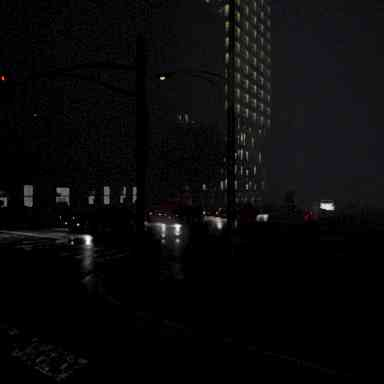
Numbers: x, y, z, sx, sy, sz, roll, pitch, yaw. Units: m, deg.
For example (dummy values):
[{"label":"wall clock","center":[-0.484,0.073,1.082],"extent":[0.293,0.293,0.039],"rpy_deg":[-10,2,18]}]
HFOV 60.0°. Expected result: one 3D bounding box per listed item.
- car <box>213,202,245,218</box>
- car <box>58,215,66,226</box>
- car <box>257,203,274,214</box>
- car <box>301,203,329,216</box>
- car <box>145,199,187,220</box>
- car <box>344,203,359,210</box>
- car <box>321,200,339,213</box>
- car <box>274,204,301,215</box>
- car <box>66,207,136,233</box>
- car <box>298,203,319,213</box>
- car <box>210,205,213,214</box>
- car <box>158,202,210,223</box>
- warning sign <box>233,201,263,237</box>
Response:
[{"label":"car","center":[4.806,1.997,38.590],"extent":[2.097,1.767,4.553],"rpy_deg":[0,-1,33]},{"label":"car","center":[-7.669,1.921,25.250],"extent":[1.895,1.301,4.718],"rpy_deg":[0,-1,33]},{"label":"car","center":[10.879,2.334,47.930],"extent":[2.128,1.511,4.902],"rpy_deg":[0,-1,33]},{"label":"car","center":[16.517,2.456,44.499],"extent":[1.895,1.301,4.718],"rpy_deg":[0,-1,33]},{"label":"car","center":[-2.375,1.716,33.462],"extent":[2.150,2.045,5.566],"rpy_deg":[0,-1,33]},{"label":"car","center":[31.493,2.837,65.718],"extent":[1.812,1.442,4.674],"rpy_deg":[0,-1,33]},{"label":"car","center":[21.931,2.254,52.985],"extent":[2.150,2.045,5.566],"rpy_deg":[0,-1,33]},{"label":"car","center":[13.650,2.394,46.053],"extent":[2.033,1.411,5.357],"rpy_deg":[0,-1,33]},{"label":"car","center":[-5.652,1.805,22.384],"extent":[1.837,1.490,4.892],"rpy_deg":[0,-1,33]},{"label":"car","center":[19.181,2.576,54.718],"extent":[2.033,1.411,5.357],"rpy_deg":[0,-1,33]},{"label":"car","center":[3.151,2.278,42.016],"extent":[1.895,1.301,4.718],"rpy_deg":[0,-1,33]},{"label":"car","center":[-0.597,1.972,30.221],"extent":[1.837,1.490,4.892],"rpy_deg":[0,-1,33]},{"label":"warning sign","center":[3.139,1.454,18.545],"extent":[1.300,1.860,1.060],"rpy_deg":[1,1,33]}]
